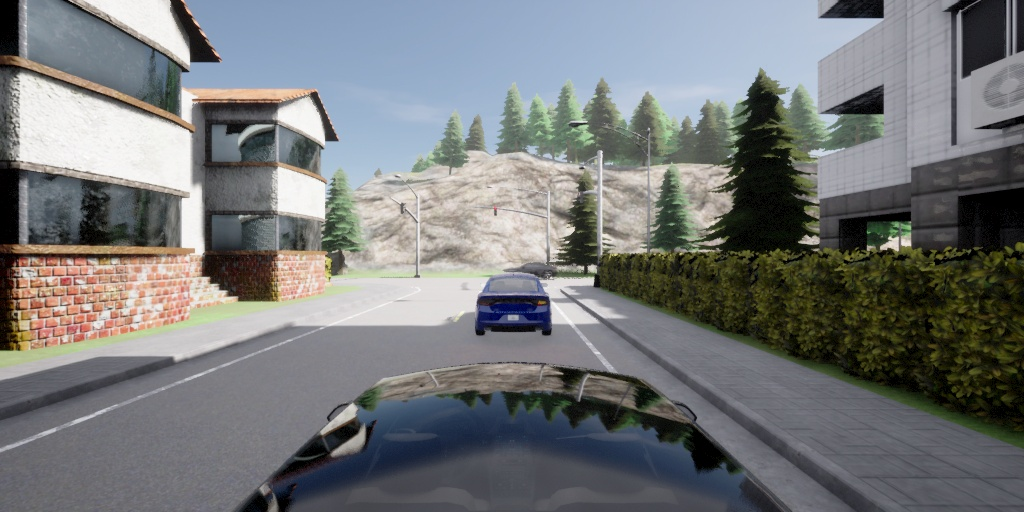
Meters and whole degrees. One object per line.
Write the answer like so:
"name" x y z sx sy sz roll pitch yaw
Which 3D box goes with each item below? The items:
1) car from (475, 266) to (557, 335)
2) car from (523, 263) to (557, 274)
"car" 0.050 1.228 10.488 1.882 1.535 5.008 0 0 0
"car" 1.513 1.275 30.588 4.674 1.442 1.812 0 0 1
